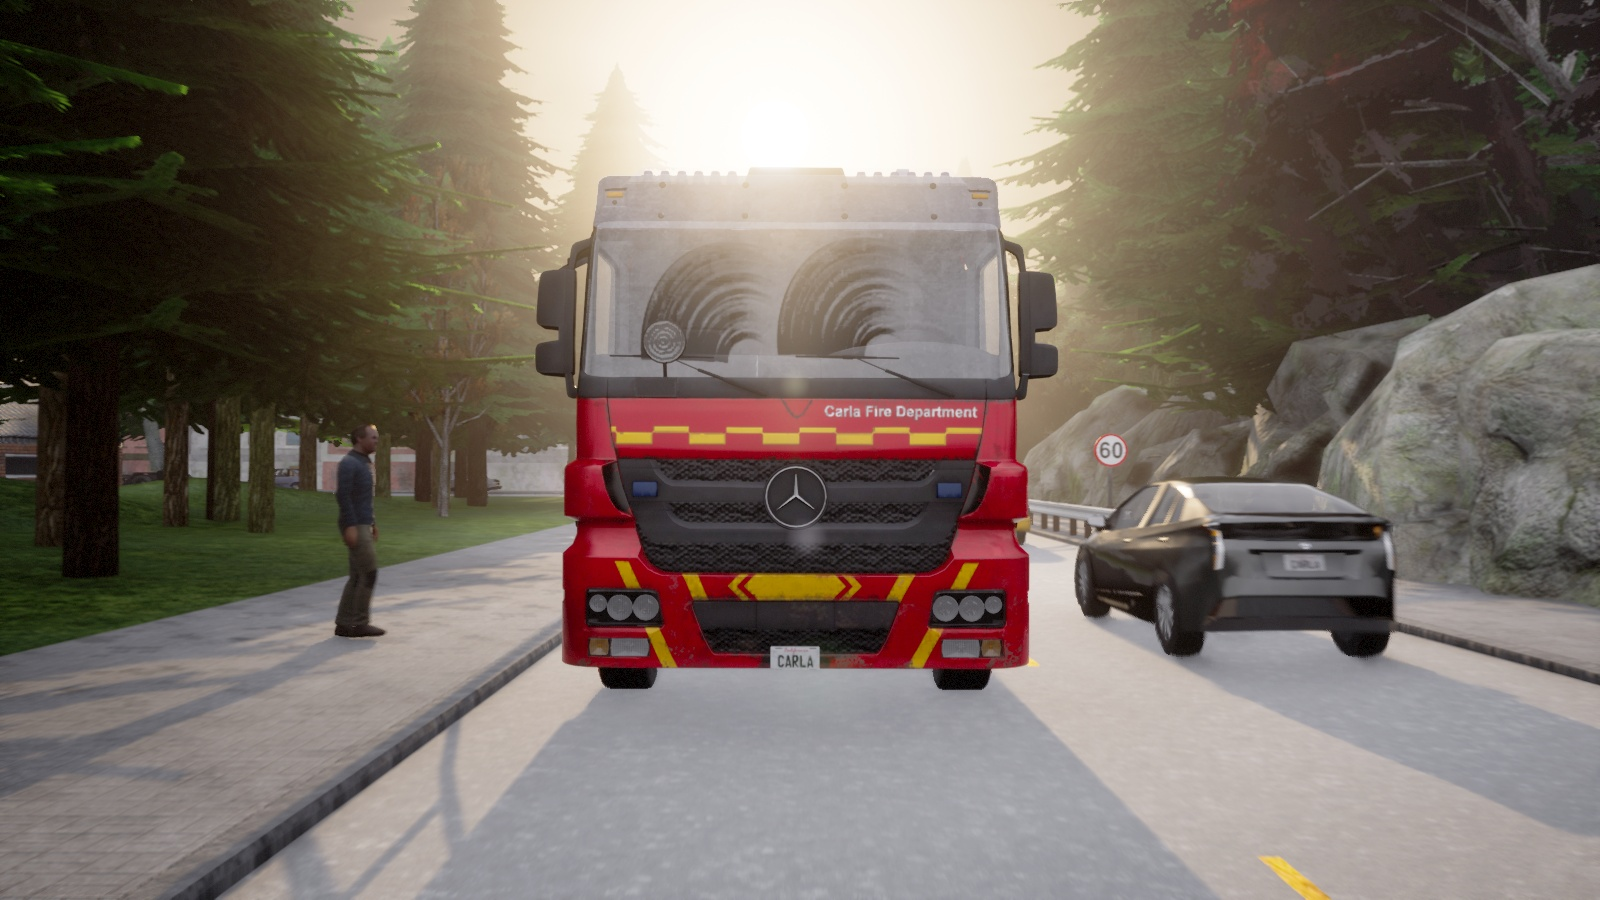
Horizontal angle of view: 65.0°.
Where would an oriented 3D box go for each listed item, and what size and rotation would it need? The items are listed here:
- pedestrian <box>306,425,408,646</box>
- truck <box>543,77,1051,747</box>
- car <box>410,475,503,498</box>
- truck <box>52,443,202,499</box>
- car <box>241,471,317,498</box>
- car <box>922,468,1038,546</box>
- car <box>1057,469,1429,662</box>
[{"bbox_3d":[-3.779,0.719,10.740,0.726,1.842,0.402,0,-1,0],"label":"pedestrian"},{"bbox_3d":[-0.031,-0.159,11.423,2.891,3.827,8.468,0,-1,0],"label":"truck"},{"bbox_3d":[-21.684,2.279,79.431,5.357,1.411,2.033,0,-1,0],"label":"car"},{"bbox_3d":[-42.487,1.332,79.430,7.936,3.462,2.891,0,-1,0],"label":"truck"},{"bbox_3d":[-32.918,2.174,79.423,3.988,1.617,1.851,0,-1,0],"label":"car"},{"bbox_3d":[3.911,1.210,28.196,1.801,1.575,5.366,0,-1,0],"label":"car"},{"bbox_3d":[3.971,0.950,12.216,2.007,1.525,4.514,0,-1,0],"label":"car"}]
